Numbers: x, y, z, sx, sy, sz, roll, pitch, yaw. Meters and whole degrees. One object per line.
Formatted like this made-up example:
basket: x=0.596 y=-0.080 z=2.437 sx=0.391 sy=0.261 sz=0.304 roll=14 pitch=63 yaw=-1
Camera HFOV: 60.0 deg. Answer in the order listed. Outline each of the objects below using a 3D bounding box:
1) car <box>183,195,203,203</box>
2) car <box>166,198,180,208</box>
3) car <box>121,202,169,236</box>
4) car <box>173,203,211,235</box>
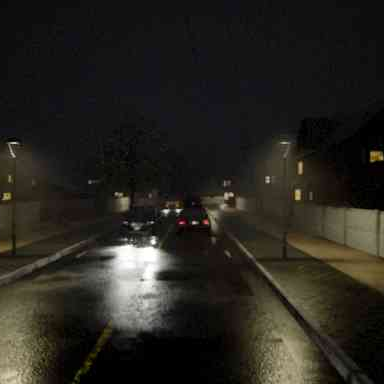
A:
car: x=0.124 y=1.352 z=38.116 sx=2.150 sy=2.045 sz=5.566 roll=0 pitch=0 yaw=0
car: x=-2.720 y=1.648 z=48.173 sx=1.882 sy=1.535 sz=5.008 roll=0 pitch=0 yaw=0
car: x=-2.738 y=1.552 z=19.007 sx=2.128 sy=1.511 sz=4.902 roll=0 pitch=0 yaw=0
car: x=0.110 y=1.608 z=19.140 sx=2.033 sy=1.411 sz=5.357 roll=0 pitch=0 yaw=0
